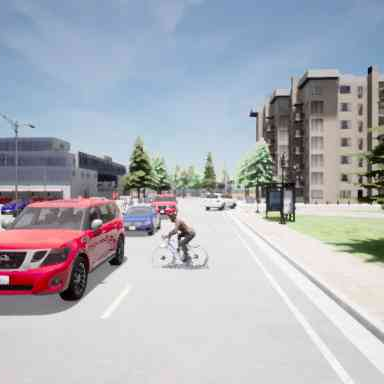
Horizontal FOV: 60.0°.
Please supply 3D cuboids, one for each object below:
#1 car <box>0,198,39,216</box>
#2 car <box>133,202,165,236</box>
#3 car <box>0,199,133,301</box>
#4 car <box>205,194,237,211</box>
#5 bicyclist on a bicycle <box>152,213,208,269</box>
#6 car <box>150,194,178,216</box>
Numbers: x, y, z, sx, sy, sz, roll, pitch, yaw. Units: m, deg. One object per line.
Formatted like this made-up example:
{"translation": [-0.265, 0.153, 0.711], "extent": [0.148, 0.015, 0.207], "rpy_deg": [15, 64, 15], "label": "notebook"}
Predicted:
{"translation": [-16.210, 1.373, 31.303], "extent": [1.845, 1.501, 3.633], "rpy_deg": [0, 0, 3], "label": "car"}
{"translation": [-2.861, 1.525, 18.746], "extent": [1.812, 1.442, 4.674], "rpy_deg": [0, 0, 2], "label": "car"}
{"translation": [-3.302, 1.221, 8.708], "extent": [2.150, 2.045, 5.566], "rpy_deg": [0, 0, 2], "label": "car"}
{"translation": [3.597, 1.222, 41.207], "extent": [2.150, 2.045, 5.566], "rpy_deg": [0, 0, 30], "label": "car"}
{"translation": [-0.369, 1.451, 9.702], "extent": [1.656, 1.620, 0.582], "rpy_deg": [-2, 0, 2], "label": "bicyclist on a bicycle"}
{"translation": [-2.375, 1.221, 29.264], "extent": [2.150, 2.045, 5.566], "rpy_deg": [0, 0, 0], "label": "car"}
